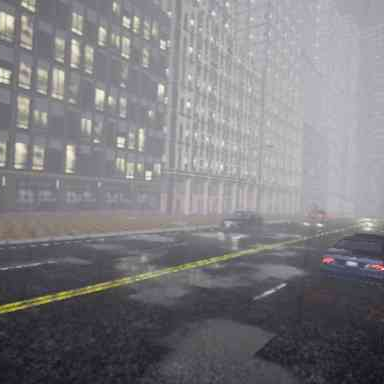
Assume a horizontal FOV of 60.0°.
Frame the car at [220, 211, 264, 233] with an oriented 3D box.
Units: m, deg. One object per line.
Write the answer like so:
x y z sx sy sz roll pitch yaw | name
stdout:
3.957 2.223 25.782 2.128 1.511 4.902 2 -1 35 | car

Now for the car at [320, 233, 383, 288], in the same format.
5.695 2.085 10.956 2.033 1.411 5.357 2 -1 35 | car

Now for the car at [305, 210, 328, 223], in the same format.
16.399 3.108 43.673 2.097 1.767 4.553 2 -1 35 | car
